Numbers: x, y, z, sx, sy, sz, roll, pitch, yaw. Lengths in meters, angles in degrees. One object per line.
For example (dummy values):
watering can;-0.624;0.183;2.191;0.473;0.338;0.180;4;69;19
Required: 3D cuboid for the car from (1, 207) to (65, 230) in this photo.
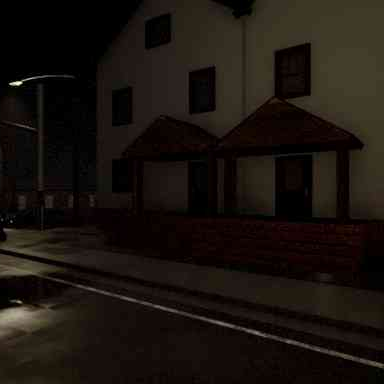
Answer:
car;-14.227;2.400;30.139;2.150;2.045;5.566;0;-9;36
